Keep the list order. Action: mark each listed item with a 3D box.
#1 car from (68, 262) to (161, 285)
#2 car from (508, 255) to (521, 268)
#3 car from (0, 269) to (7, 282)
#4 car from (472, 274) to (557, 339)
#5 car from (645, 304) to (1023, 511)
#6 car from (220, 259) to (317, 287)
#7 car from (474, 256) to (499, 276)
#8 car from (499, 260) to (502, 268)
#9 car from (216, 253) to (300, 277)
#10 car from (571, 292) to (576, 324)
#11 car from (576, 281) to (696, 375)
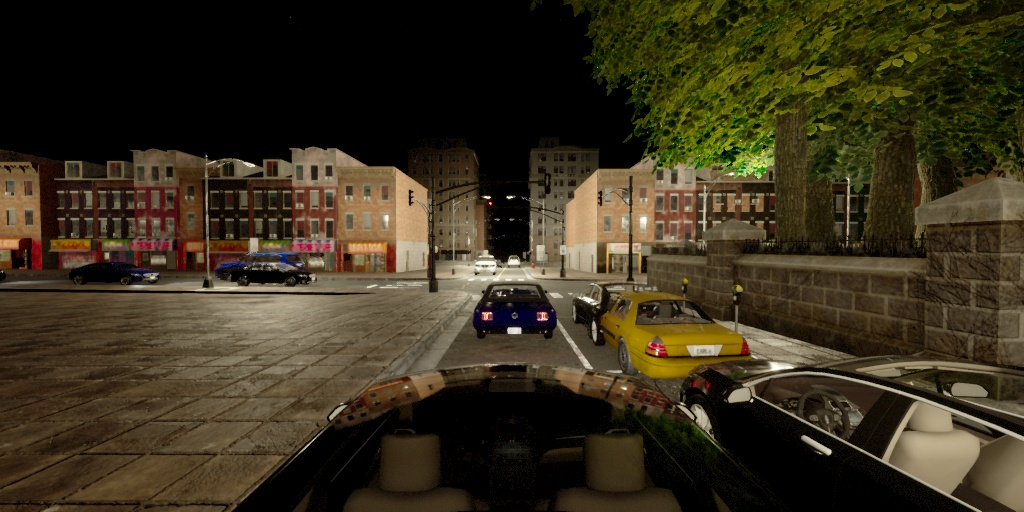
[{"bbox_3d":[-25.140,1.083,22.741,4.674,1.442,1.812,1,1,0],"label":"car"},{"bbox_3d":[0.380,1.012,63.734,2.150,2.045,5.566,0,0,0],"label":"car"},{"bbox_3d":[-35.283,0.969,22.769,4.674,1.442,1.812,1,1,1],"label":"car"},{"bbox_3d":[0.072,1.349,10.066,1.895,1.301,4.718,0,0,0],"label":"car"},{"bbox_3d":[2.637,1.300,2.127,2.007,1.370,4.403,0,0,0],"label":"car"},{"bbox_3d":[-15.034,1.160,22.721,4.902,1.511,2.128,1,1,0],"label":"car"},{"bbox_3d":[-2.795,0.983,38.305,2.150,2.045,5.566,0,0,-2],"label":"car"},{"bbox_3d":[-2.565,1.333,59.883,2.033,1.411,5.357,0,0,1],"label":"car"},{"bbox_3d":[-17.791,0.798,25.535,5.566,2.045,2.150,1,1,2],"label":"car"},{"bbox_3d":[2.658,1.299,9.262,2.007,1.370,4.403,0,0,0],"label":"car"},{"bbox_3d":[2.684,1.274,7.288,1.751,1.417,4.829,0,0,0],"label":"car"}]
